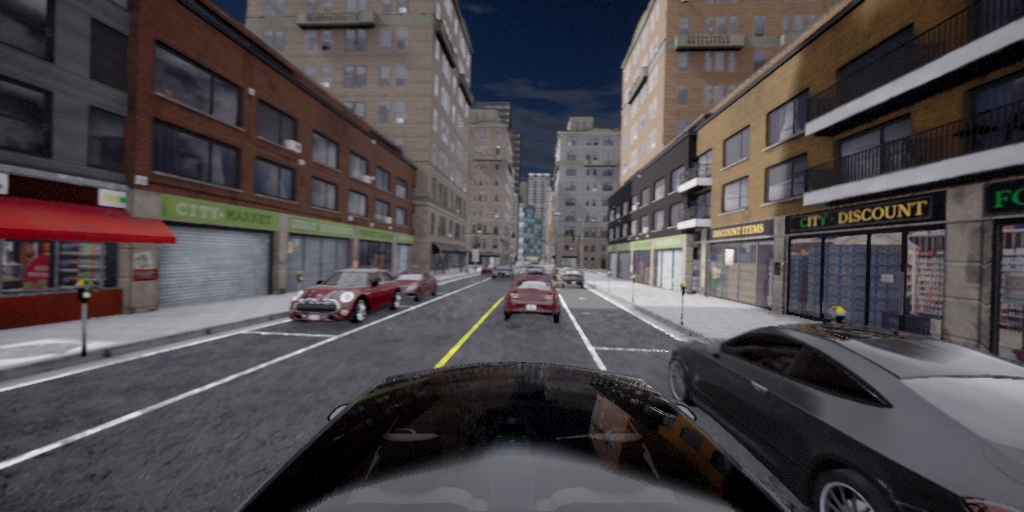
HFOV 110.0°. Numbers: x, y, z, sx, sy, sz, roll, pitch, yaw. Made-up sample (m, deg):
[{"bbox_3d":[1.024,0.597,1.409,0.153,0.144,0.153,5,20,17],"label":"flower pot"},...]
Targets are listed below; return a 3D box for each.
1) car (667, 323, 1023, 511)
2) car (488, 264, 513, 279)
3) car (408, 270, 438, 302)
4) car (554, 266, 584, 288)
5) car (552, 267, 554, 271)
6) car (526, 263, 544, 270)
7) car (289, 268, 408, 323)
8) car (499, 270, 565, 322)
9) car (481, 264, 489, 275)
[{"bbox_3d":[3.123,1.381,3.467,1.812,1.442,4.674,2,-1,4],"label":"car"},{"bbox_3d":[-0.830,1.617,35.524,1.994,1.385,4.181,2,-1,4],"label":"car"},{"bbox_3d":[-4.761,1.349,17.167,1.802,1.307,4.207,0,0,4],"label":"car"},{"bbox_3d":[4.546,1.682,27.704,2.007,1.370,4.403,0,0,4],"label":"car"},{"bbox_3d":[4.955,1.720,33.445,1.751,1.417,4.829,0,0,4],"label":"car"},{"bbox_3d":[1.810,1.562,28.016,1.837,1.490,4.892,2,0,4],"label":"car"},{"bbox_3d":[-5.156,1.141,11.595,1.967,1.591,4.097,0,0,4],"label":"car"},{"bbox_3d":[0.746,1.408,13.028,1.812,1.442,4.674,2,-1,4],"label":"car"},{"bbox_3d":[-2.785,1.630,45.024,1.888,1.381,4.507,0,0,4],"label":"car"}]
